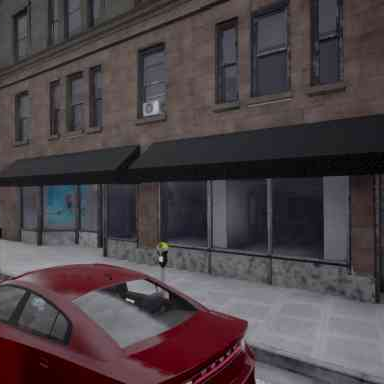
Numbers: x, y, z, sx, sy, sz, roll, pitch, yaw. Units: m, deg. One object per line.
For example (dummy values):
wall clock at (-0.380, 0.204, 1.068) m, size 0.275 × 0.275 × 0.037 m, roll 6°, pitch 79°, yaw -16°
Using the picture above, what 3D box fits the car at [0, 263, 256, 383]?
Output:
car at (-1.501, 1.545, 3.919) m, size 4.507 × 1.381 × 1.887 m, roll 0°, pitch 0°, yaw 35°
